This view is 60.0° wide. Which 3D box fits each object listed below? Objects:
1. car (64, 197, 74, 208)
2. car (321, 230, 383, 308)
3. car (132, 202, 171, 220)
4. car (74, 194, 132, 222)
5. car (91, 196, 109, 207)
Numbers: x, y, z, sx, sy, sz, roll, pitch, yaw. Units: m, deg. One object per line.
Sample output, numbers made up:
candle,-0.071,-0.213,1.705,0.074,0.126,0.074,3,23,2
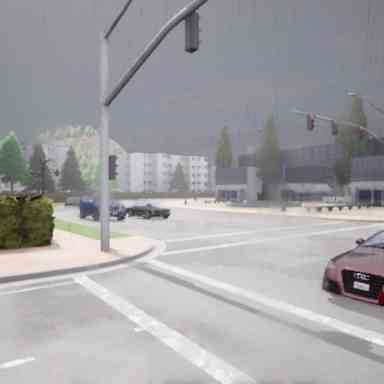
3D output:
car,-17.185,1.435,48.035,1.837,1.490,4.892,-1,0,-10
car,4.715,1.524,7.226,4.181,1.385,1.994,0,0,-35
car,-3.652,1.535,27.268,1.895,1.301,4.718,0,0,-37
car,-7.141,1.173,26.112,2.150,2.045,5.566,0,0,-36
car,-14.302,1.452,51.989,2.033,1.411,5.357,0,0,-6
